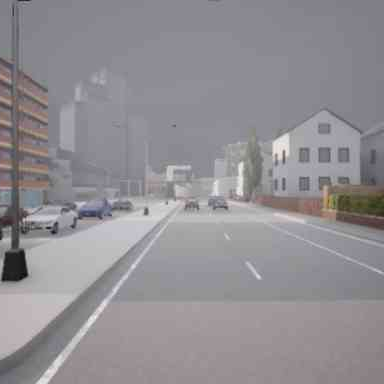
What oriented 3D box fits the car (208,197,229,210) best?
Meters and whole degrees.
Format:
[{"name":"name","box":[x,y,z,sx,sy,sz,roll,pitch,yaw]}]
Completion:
[{"name":"car","box":[3.499,1.530,41.727,2.033,1.411,5.357,0,0,0]}]

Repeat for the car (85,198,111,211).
[{"name":"car","box":[-11.544,1.489,41.132,1.837,1.490,4.892,0,0,1]}]

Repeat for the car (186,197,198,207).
[{"name":"car","box":[-0.001,1.504,52.144,1.812,1.442,4.674,0,0,0]}]

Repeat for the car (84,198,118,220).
[{"name":"car","box":[-8.087,1.466,28.355,1.882,1.535,5.008,0,0,0]}]

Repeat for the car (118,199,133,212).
[{"name":"car","box":[-8.052,1.548,38.503,1.994,1.385,4.181,0,0,0]}]

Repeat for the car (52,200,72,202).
[{"name":"car","box":[-11.580,1.480,29.215,2.128,1.511,4.902,0,0,0]}]

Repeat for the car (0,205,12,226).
[{"name":"car","box":[-11.588,1.518,20.183,1.812,1.442,4.674,0,0,0]}]

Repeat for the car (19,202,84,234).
[{"name":"car","box":[-8.091,1.518,19.257,1.812,1.442,4.674,0,0,0]}]

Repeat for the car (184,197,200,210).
[{"name":"car","box":[-0.001,1.509,42.144,1.812,1.442,4.674,0,0,0]}]

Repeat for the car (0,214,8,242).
[{"name":"car","box":[-8.090,1.597,10.368,1.895,1.301,4.718,0,0,1]}]
